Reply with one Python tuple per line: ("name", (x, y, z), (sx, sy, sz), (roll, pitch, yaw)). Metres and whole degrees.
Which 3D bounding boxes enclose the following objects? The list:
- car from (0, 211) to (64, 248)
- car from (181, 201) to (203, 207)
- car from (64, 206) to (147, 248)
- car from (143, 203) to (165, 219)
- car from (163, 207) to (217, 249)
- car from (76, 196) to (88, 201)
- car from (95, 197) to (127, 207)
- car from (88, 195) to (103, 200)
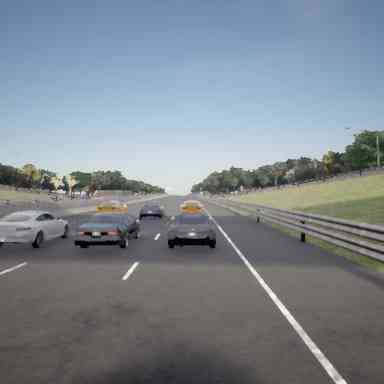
("car", (-7.000, 1.546, 14.653), (1.812, 1.442, 4.674), (0, 0, 0))
("car", (0.000, 1.531, 29.656), (1.882, 1.535, 5.008), (0, 0, 0))
("car", (-3.500, 1.576, 14.653), (2.033, 1.411, 5.357), (0, 0, 0))
("car", (-3.500, 1.618, 29.656), (1.994, 1.385, 4.181), (0, 0, 0))
("car", (0.000, 1.586, 14.653), (1.994, 1.385, 4.181), (0, 0, 0))
("car", (-25.272, 1.612, 76.739), (1.882, 1.535, 5.008), (0, 0, -1))
("car", (-7.000, 1.531, 29.656), (1.882, 1.535, 5.008), (0, 0, 0))
("car", (-21.773, 1.491, 76.854), (2.097, 1.767, 4.553), (0, 0, -1))
